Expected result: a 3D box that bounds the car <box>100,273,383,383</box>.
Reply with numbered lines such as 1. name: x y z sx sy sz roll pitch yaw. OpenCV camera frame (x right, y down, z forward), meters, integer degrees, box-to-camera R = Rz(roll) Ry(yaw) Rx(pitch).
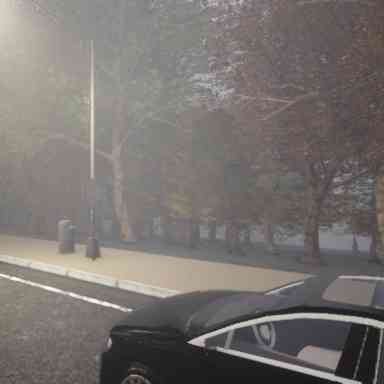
1. car: 1.277 1.496 2.776 4.902 1.511 2.128 -1 0 35
